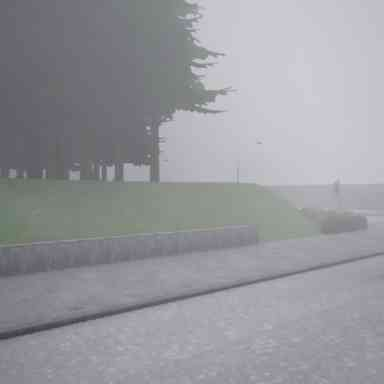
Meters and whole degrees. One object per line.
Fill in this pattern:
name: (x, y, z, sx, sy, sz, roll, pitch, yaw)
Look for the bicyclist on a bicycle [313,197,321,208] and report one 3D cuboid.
bicyclist on a bicycle: (14.870, 1.413, 39.617, 1.656, 1.620, 0.582, 0, 0, -35)
